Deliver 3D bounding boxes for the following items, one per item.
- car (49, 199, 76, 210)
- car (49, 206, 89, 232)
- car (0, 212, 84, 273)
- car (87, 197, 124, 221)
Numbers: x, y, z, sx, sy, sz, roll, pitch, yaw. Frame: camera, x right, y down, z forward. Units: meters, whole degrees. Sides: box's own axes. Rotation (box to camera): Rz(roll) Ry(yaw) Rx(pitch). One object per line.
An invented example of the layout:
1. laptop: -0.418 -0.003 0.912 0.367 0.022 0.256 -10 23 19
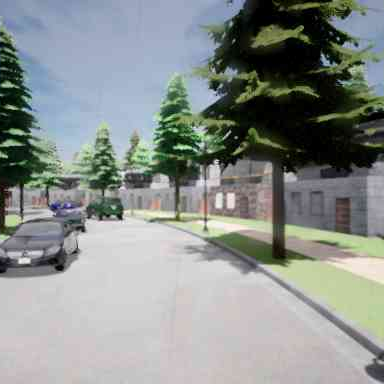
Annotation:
1. car: -16.509 1.724 42.421 2.097 1.767 4.553 0 -1 -42
2. car: -7.751 1.784 21.017 1.895 1.301 4.718 0 0 -20
3. car: -5.001 1.628 11.273 1.812 1.442 4.674 0 0 -12
4. car: -8.071 1.474 30.672 2.150 2.045 5.566 0 0 -32
